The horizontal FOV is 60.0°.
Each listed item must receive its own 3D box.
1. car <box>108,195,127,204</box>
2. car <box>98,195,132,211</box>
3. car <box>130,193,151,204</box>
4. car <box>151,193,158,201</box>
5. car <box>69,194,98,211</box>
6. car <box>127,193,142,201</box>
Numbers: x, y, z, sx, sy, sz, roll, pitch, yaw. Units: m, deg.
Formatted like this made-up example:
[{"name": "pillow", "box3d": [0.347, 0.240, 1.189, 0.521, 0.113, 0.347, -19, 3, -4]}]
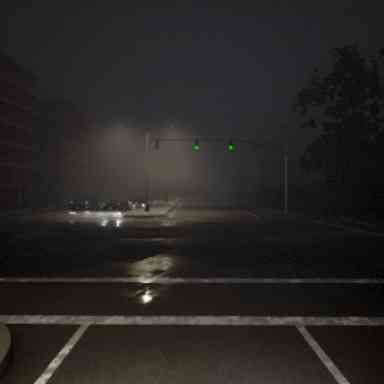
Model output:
[{"name": "car", "box3d": [-11.564, 1.151, 51.674, 1.895, 1.301, 4.718, 0, 0, 0]}, {"name": "car", "box3d": [-8.096, 1.291, 35.506, 1.895, 1.301, 4.718, 0, 0, 1]}, {"name": "car", "box3d": [-8.057, 1.075, 51.685, 1.812, 1.442, 4.674, 0, 0, 0]}, {"name": "car", "box3d": [-8.000, 0.915, 66.731, 1.812, 1.442, 4.674, 0, 1, 0]}, {"name": "car", "box3d": [-11.589, 1.038, 36.043, 2.097, 1.767, 4.553, 0, 0, 0]}, {"name": "car", "box3d": [-11.502, 0.894, 66.888, 2.128, 1.511, 4.902, 0, 1, 0]}]
